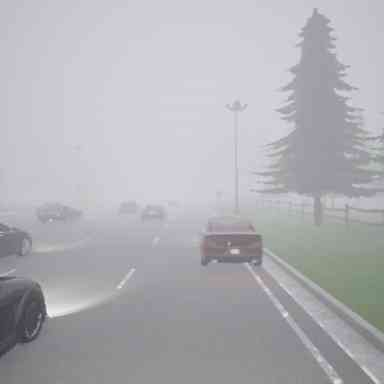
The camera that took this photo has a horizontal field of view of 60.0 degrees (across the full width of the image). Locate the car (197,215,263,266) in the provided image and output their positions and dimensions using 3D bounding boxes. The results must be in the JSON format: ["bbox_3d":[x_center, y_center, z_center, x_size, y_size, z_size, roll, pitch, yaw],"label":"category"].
[{"bbox_3d":[1.224,1.559,11.924,1.882,1.535,5.008,0,0,0],"label":"car"}]

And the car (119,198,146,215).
[{"bbox_3d":[-6.902,1.743,37.195,2.128,1.511,4.902,0,0,0],"label":"car"}]

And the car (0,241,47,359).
[{"bbox_3d":[-3.400,1.591,3.850,1.994,1.385,4.181,0,0,0],"label":"car"}]

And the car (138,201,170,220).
[{"bbox_3d":[-3.402,1.769,30.253,1.994,1.385,4.181,0,0,0],"label":"car"}]

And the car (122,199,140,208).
[{"bbox_3d":[-10.403,1.933,56.936,2.033,1.411,5.357,0,0,0],"label":"car"}]

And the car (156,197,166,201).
[{"bbox_3d":[-7.004,2.085,82.943,2.128,1.511,4.902,0,0,0],"label":"car"}]

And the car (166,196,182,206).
[{"bbox_3d":[-3.404,1.953,63.180,1.812,1.442,4.674,0,0,0],"label":"car"}]

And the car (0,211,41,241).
[{"bbox_3d":[-6.901,1.577,10.515,1.837,1.490,4.892,0,0,0],"label":"car"}]

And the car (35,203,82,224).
[{"bbox_3d":[-10.401,1.782,26.661,1.895,1.301,4.718,0,0,0],"label":"car"}]
